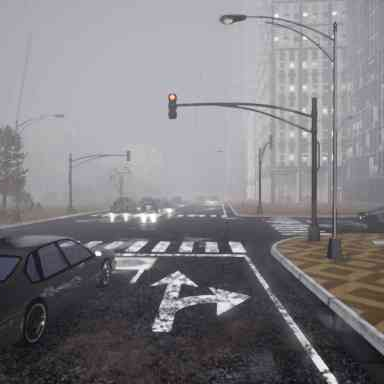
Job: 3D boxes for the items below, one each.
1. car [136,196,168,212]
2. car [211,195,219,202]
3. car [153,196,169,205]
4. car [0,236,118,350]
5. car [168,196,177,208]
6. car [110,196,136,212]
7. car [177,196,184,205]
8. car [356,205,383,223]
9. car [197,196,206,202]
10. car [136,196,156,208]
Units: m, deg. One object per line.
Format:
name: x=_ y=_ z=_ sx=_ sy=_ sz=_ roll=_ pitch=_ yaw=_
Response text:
car: x=-4.510 y=1.483 z=38.186 sx=2.128 sy=1.511 sz=4.902 roll=0 pitch=0 yaw=4
car: x=5.407 y=1.485 z=78.826 sx=1.882 sy=1.535 sz=5.008 roll=0 pitch=0 yaw=5
car: x=-5.769 y=1.542 z=62.364 sx=2.033 sy=1.411 sz=5.357 roll=0 pitch=0 yaw=5
car: x=-3.049 y=1.546 z=6.262 sx=2.033 sy=1.411 sz=5.357 roll=0 pitch=0 yaw=5
car: x=-3.717 y=1.592 z=48.025 sx=1.895 sy=1.301 sz=4.718 roll=0 pitch=0 yaw=5
car: x=-7.787 y=1.342 z=38.107 sx=2.097 sy=1.767 sz=4.553 roll=0 pitch=0 yaw=5
car: x=-2.650 y=1.473 z=60.786 sx=1.882 sy=1.535 sz=5.008 roll=0 pitch=0 yaw=5
car: x=14.408 y=1.388 z=22.961 sx=5.357 sy=1.411 sz=2.033 roll=0 pitch=0 yaw=5
car: x=2.152 y=1.559 z=78.907 sx=1.994 sy=1.385 sz=4.181 roll=0 pitch=0 yaw=5
car: x=-6.814 y=1.468 z=50.025 sx=1.882 sy=1.535 sz=5.008 roll=0 pitch=0 yaw=5
